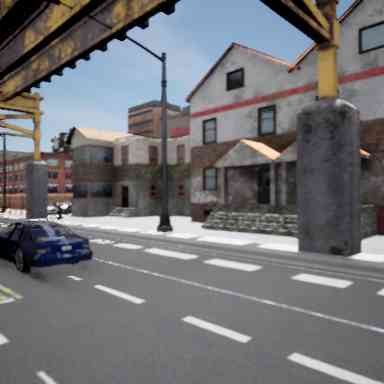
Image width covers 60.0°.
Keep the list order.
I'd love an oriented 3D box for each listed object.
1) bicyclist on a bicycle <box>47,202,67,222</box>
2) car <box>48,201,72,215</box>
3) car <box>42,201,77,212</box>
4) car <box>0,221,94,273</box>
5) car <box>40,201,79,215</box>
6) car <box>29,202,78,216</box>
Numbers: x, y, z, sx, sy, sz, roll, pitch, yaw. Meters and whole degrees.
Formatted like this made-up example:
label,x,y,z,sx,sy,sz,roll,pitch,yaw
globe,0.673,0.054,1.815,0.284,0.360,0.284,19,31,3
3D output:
label,x,y,z,sx,sy,sz,roll,pitch,yaw
bicyclist on a bicycle,-10.961,1.632,26.945,0.582,1.620,1.656,-1,-1,44
car,-15.937,1.767,38.638,4.536,1.218,1.853,0,-1,-16
car,-16.718,1.806,42.330,1.853,1.218,4.536,-1,-1,14
car,-5.394,1.692,11.332,5.357,1.411,2.033,-1,-1,44
car,-16.729,1.963,42.279,2.038,1.542,4.974,-1,-1,14
car,-15.986,1.925,38.622,4.974,1.542,2.038,0,-1,-16
